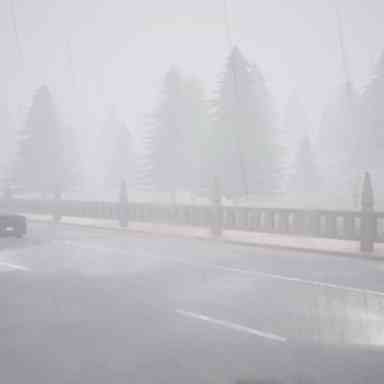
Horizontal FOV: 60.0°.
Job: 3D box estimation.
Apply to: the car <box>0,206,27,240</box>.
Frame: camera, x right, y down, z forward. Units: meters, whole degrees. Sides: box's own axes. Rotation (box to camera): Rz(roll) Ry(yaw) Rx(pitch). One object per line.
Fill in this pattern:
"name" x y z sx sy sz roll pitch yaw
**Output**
"car" -9.471 1.338 15.006 5.008 1.535 1.882 1 0 35
